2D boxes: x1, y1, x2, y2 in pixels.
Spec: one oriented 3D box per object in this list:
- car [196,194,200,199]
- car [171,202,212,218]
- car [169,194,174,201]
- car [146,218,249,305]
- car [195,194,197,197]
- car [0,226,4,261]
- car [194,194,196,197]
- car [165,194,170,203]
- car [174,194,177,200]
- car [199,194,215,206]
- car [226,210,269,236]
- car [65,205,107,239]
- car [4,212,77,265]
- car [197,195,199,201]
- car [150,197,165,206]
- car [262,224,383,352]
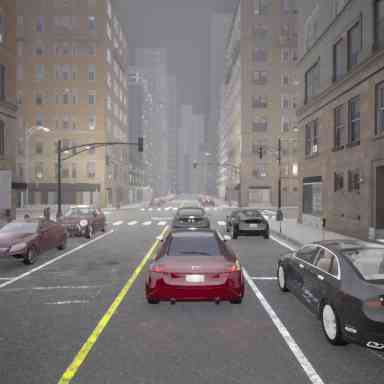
[{"bbox_3d":[2.552,1.524,75.886,1.967,1.590,4.097,0,0,0],"label":"car"},{"bbox_3d":[-0.046,1.505,17.069,1.837,1.490,4.892,0,0,0],"label":"car"},{"bbox_3d":[-5.989,1.625,81.093,1.752,1.417,4.829,0,0,0],"label":"car"},{"bbox_3d":[0.042,1.564,8.156,1.994,1.385,4.181,0,0,-1],"label":"car"},{"bbox_3d":[2.517,1.560,86.704,1.967,1.590,4.097,0,0,0],"label":"car"},{"bbox_3d":[-5.697,1.566,6.115,1.947,1.339,4.313,0,0,0],"label":"car"},{"bbox_3d":[2.499,1.456,92.113,2.192,1.841,5.009,0,0,0],"label":"car"},{"bbox_3d":[-5.937,1.606,65.037,2.008,1.369,4.403,0,0,0],"label":"car"},{"bbox_3d":[-6.025,1.456,92.081,2.192,1.841,5.009,0,0,0],"label":"car"},{"bbox_3d":[2.621,1.476,54.250,1.967,1.590,4.097,0,0,0],"label":"car"},{"bbox_3d":[2.773,1.566,17.160,1.947,1.339,4.313,0,0,0],"label":"car"},{"bbox_3d":[-5.752,1.441,17.118,1.967,1.590,4.097,0,0,0],"label":"car"},{"bbox_3d":[-5.725,1.582,11.617,1.802,1.307,4.206,0,0,0],"label":"car"},{"bbox_3d":[2.588,1.606,65.068,2.008,1.369,4.403,0,0,0],"label":"car"},{"bbox_3d":[-5.903,1.617,54.221,1.802,1.307,4.206,0,0,0],"label":"car"},{"bbox_3d":[2.828,1.551,6.158,2.008,1.369,4.403,0,0,0],"label":"car"}]
